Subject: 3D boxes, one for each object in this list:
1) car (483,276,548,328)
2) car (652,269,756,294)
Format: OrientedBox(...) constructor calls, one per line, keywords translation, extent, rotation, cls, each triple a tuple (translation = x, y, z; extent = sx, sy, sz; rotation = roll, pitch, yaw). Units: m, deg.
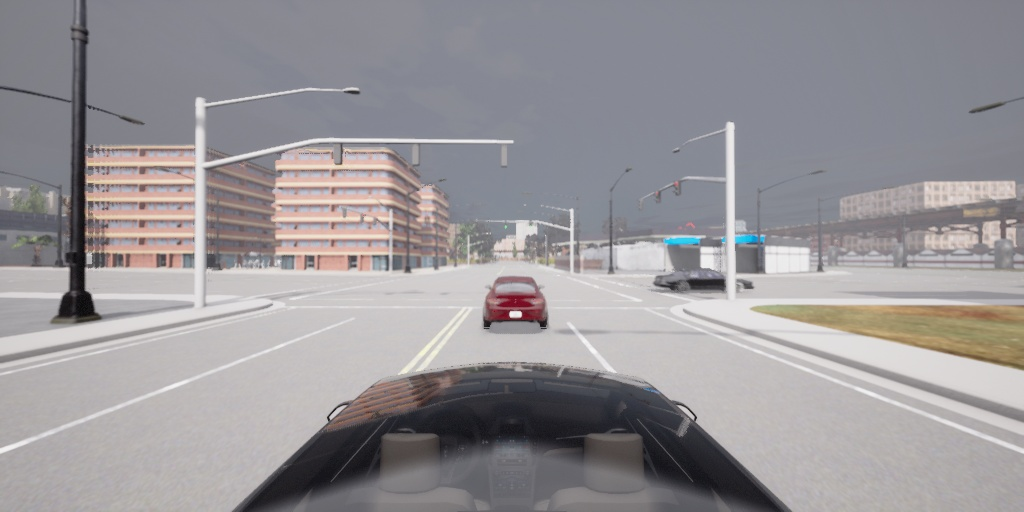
OrientedBox(translation=(0.095, 1.359, 11.559), extent=(1.812, 1.442, 4.674), rotation=(0, 0, 0), cls="car")
OrientedBox(translation=(11.338, 1.466, 21.491), extent=(5.357, 1.411, 2.033), rotation=(0, -1, 5), cls="car")
